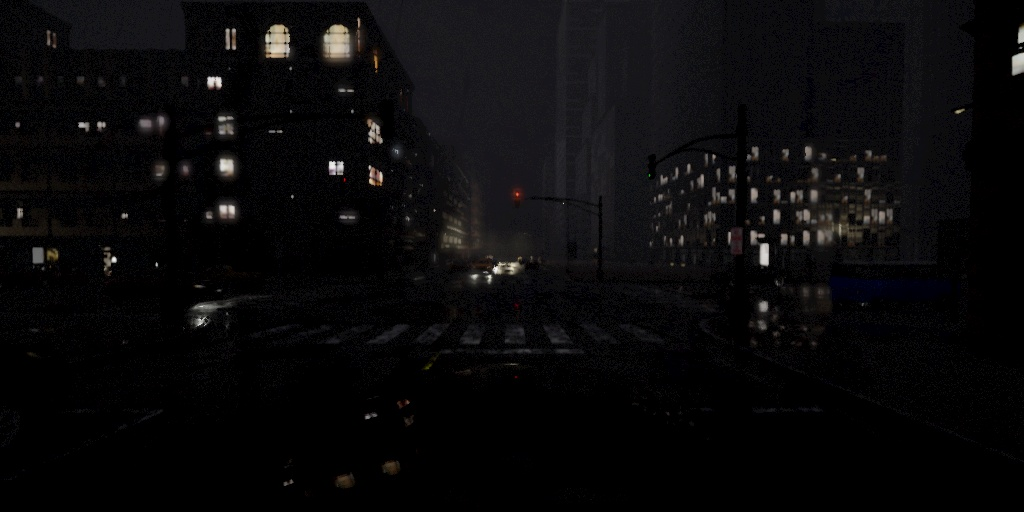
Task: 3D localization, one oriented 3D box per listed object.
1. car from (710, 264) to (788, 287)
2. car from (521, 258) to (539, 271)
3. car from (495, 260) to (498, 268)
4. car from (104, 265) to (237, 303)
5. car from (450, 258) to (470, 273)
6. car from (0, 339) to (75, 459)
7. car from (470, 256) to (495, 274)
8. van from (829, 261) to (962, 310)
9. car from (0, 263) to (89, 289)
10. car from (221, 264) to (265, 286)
[{"bbox_3d":[14.614,1.157,22.186,4.313,1.339,1.948,0,0,0],"label":"car"},{"bbox_3d":[2.521,1.162,45.886,1.888,1.381,4.507,0,0,0],"label":"car"},{"bbox_3d":[-3.240,1.188,56.506,1.895,1.301,4.718,0,0,0],"label":"car"},{"bbox_3d":[-15.688,1.297,16.342,4.674,1.442,1.812,0,1,0],"label":"car"},{"bbox_3d":[-5.809,1.178,40.153,1.888,1.381,4.507,0,0,0],"label":"car"},{"bbox_3d":[-5.691,1.299,2.088,2.007,1.370,4.403,0,0,0],"label":"car"},{"bbox_3d":[-3.205,1.111,40.067,1.882,1.535,5.008,0,0,0],"label":"car"},{"bbox_3d":[14.653,1.082,13.807,3.998,1.789,1.690,0,0,0],"label":"van"},{"bbox_3d":[-28.842,1.130,21.981,4.097,1.591,1.967,0,0,0],"label":"car"},{"bbox_3d":[-17.944,1.187,22.033,4.829,1.417,1.751,0,0,0],"label":"car"}]
